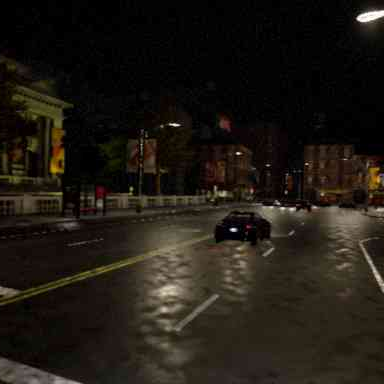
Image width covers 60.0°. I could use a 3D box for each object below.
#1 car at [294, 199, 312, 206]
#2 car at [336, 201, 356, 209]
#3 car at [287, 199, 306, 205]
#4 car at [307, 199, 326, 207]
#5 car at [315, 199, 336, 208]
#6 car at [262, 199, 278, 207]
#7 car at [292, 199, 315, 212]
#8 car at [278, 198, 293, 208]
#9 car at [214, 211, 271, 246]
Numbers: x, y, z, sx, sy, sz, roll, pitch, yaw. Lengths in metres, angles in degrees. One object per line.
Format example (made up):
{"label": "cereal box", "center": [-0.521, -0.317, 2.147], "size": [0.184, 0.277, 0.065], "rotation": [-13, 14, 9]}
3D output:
{"label": "car", "center": [24.654, 2.336, 74.065], "size": [1.895, 1.301, 4.718], "rotation": [2, 0, 45]}
{"label": "car", "center": [30.558, 2.535, 65.177], "size": [1.994, 1.385, 4.181], "rotation": [2, 0, 45]}
{"label": "car", "center": [24.611, 2.324, 78.298], "size": [4.718, 1.301, 1.895], "rotation": [2, 0, -37]}
{"label": "car", "center": [26.624, 2.299, 71.114], "size": [1.882, 1.535, 5.008], "rotation": [2, 0, 45]}
{"label": "car", "center": [25.432, 2.285, 64.245], "size": [2.128, 1.511, 4.902], "rotation": [2, 0, 38]}
{"label": "car", "center": [14.637, 1.945, 61.363], "size": [2.033, 1.411, 5.357], "rotation": [2, 0, 30]}
{"label": "car", "center": [15.651, 1.978, 46.498], "size": [1.837, 1.490, 4.892], "rotation": [2, 1, 23]}
{"label": "car", "center": [16.916, 2.016, 58.037], "size": [1.812, 1.442, 4.674], "rotation": [2, 0, 27]}
{"label": "car", "center": [2.567, 1.621, 16.081], "size": [1.994, 1.385, 4.181], "rotation": [2, 0, 23]}
